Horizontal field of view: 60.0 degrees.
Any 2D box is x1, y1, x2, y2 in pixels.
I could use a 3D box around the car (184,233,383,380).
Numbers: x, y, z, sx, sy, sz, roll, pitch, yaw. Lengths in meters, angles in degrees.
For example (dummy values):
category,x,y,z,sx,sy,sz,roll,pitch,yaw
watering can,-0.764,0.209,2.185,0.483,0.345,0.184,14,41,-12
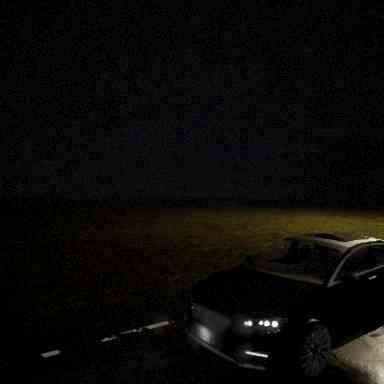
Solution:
category,x,y,z,sx,sy,sz,roll,pitch,yaw
car,2.149,1.494,5.554,4.902,1.511,2.128,0,0,-36
